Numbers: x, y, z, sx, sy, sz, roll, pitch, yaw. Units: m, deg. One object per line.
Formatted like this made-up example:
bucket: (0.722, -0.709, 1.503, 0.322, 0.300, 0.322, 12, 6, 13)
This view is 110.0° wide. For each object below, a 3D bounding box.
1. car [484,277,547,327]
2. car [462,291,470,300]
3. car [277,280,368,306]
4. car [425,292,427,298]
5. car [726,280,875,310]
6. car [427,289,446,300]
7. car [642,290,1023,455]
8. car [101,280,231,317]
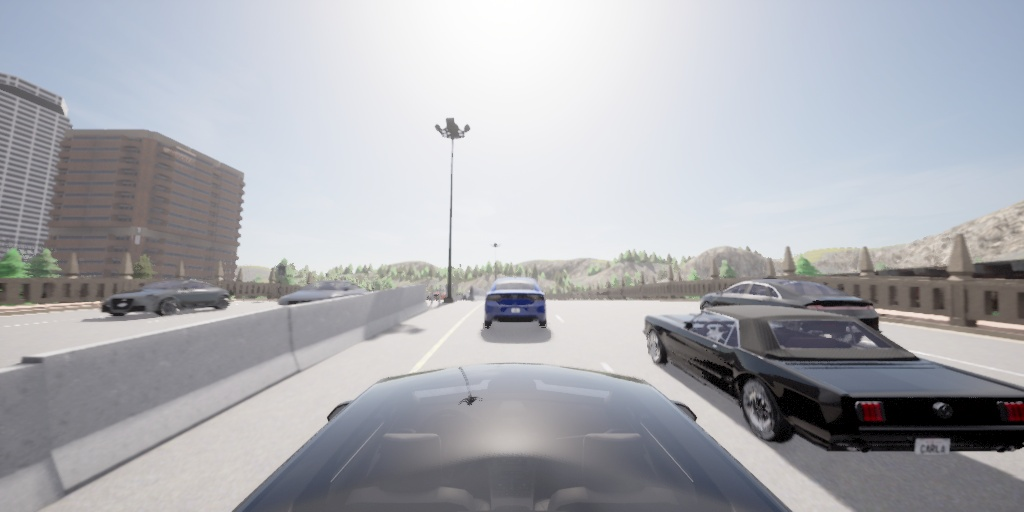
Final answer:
car: (0.101, 1.487, 12.519, 1.882, 1.535, 5.008, 0, -3, 0)
car: (-7.039, 6.494, 59.468, 2.128, 1.511, 4.902, 0, -7, 1)
car: (-7.098, 1.638, 13.953, 1.994, 1.385, 4.181, 0, -3, 0)
car: (-14.027, 6.576, 59.227, 1.895, 1.301, 4.718, 0, -7, 1)
car: (7.101, 1.393, 9.907, 2.128, 1.511, 4.902, 0, -2, 0)
car: (-10.562, 5.577, 53.001, 2.097, 1.767, 4.553, 0, -7, 0)
car: (3.601, 1.383, 5.292, 1.895, 1.301, 4.718, 0, -1, 0)
car: (-14.097, 1.694, 14.967, 1.994, 1.385, 4.181, 0, -3, 0)
